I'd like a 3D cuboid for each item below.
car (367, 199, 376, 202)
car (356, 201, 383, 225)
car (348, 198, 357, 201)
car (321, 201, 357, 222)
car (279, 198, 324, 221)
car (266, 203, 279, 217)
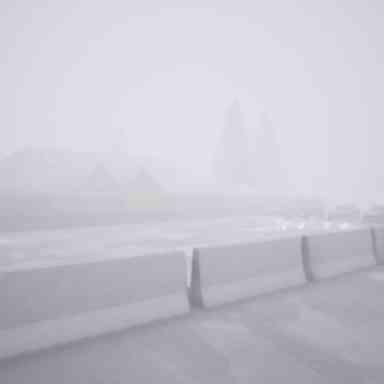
[{"bbox_3d":[35.265,2.065,65.200,1.882,1.535,5.008,-1,-1,28],"label":"car"},{"bbox_3d":[15.005,1.752,26.208,1.882,1.535,5.008,-1,-1,44],"label":"car"},{"bbox_3d":[33.758,2.002,69.903,1.837,1.490,4.892,-1,-1,26],"label":"car"},{"bbox_3d":[13.784,1.830,29.965,1.837,1.490,4.892,-1,-1,44],"label":"car"},{"bbox_3d":[10.974,1.578,32.064,2.150,2.045,5.566,-1,-1,44],"label":"car"},{"bbox_3d":[9.781,1.913,35.907,1.837,1.490,4.892,-1,0,43],"label":"car"}]
